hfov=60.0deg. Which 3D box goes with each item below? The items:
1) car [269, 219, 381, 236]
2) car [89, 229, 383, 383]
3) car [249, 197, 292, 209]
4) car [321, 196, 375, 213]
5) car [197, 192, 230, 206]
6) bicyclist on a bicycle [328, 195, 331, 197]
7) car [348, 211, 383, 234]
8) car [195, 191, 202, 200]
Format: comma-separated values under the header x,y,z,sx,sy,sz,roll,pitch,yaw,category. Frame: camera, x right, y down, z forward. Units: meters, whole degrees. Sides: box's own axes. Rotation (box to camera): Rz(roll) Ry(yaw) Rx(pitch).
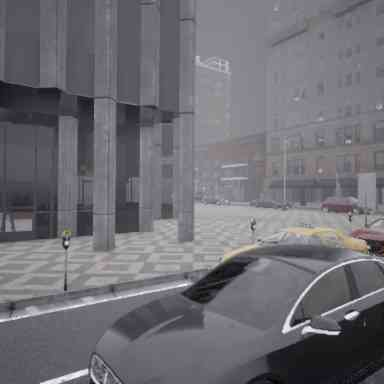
x,y,z,sx,sy,sz,roll,pitch,yaw,category
2.803,1.527,8.755,4.829,1.417,1.752,0,1,-36,car
1.213,1.505,4.227,4.892,1.490,1.837,0,0,-35,car
9.065,1.307,38.992,2.033,1.411,5.357,1,0,-36,car
14.578,1.198,31.177,2.097,1.767,4.553,1,0,-35,car
3.391,1.161,47.060,2.128,1.511,4.902,1,0,-35,car
16.342,1.159,39.501,1.656,1.620,0.582,0,0,-35,bicyclist on a bicycle
7.520,1.547,12.121,4.507,1.381,1.887,0,1,-36,car
-0.251,0.819,57.766,2.150,2.045,5.566,1,0,-35,car
